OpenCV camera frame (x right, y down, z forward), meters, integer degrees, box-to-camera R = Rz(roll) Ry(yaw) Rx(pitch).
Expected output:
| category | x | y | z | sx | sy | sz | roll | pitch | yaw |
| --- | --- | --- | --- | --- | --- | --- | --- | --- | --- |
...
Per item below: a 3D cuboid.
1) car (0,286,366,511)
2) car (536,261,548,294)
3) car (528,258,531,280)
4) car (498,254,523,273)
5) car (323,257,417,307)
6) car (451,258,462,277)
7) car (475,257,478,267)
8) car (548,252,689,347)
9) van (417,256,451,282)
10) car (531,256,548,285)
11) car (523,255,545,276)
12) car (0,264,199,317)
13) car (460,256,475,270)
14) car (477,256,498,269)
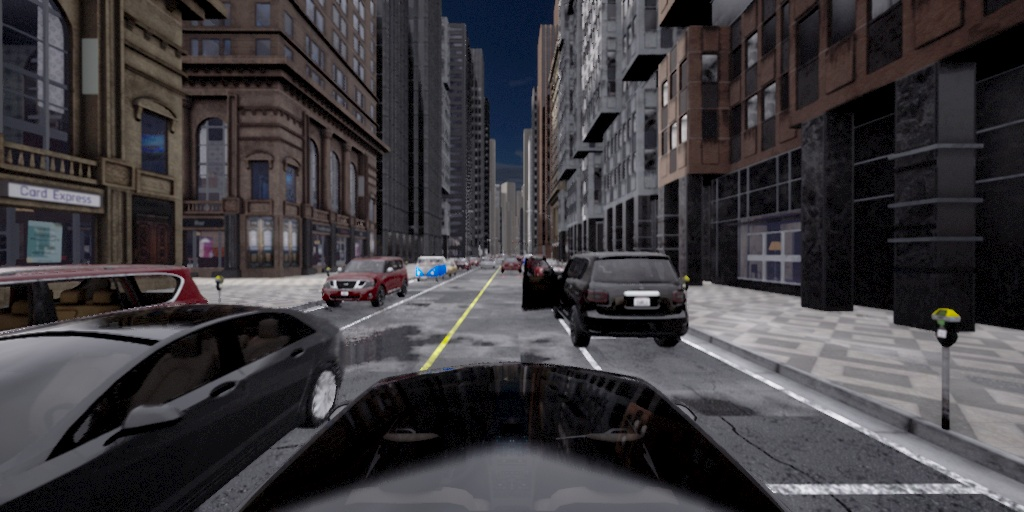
| category | x | y | z | sx | sy | sz | roll | pitch | yaw |
| --- | --- | --- | --- | --- | --- | --- | --- | --- | --- |
| car | -3.100 | 1.245 | 2.823 | 1.837 | 1.490 | 4.892 | 0 | 0 | 0 |
| car | 2.691 | 1.158 | 20.578 | 2.007 | 1.370 | 4.403 | 0 | 0 | 0 |
| car | 2.646 | 1.108 | 31.782 | 1.802 | 1.307 | 4.207 | 0 | 0 | 0 |
| car | -0.070 | 0.833 | 38.425 | 2.097 | 1.767 | 4.553 | 0 | 1 | 0 |
| car | -5.811 | 0.963 | 14.930 | 2.192 | 1.841 | 5.009 | 0 | 0 | 0 |
| car | -5.878 | 1.050 | 31.564 | 1.751 | 1.417 | 4.829 | 0 | 0 | 0 |
| car | -5.969 | 0.806 | 54.140 | 1.967 | 1.591 | 4.097 | 0 | 0 | 0 |
| car | 2.369 | 0.913 | 9.247 | 2.150 | 2.045 | 5.566 | 0 | 0 | 0 |
| van | -5.856 | 0.906 | 26.132 | 1.690 | 1.789 | 3.998 | 0 | 0 | 0 |
| car | 2.669 | 1.007 | 26.181 | 1.967 | 1.591 | 4.097 | 0 | 0 | 0 |
| car | 2.624 | 0.801 | 37.384 | 2.192 | 1.841 | 5.009 | 0 | 0 | 0 |
| car | -5.766 | 1.048 | 3.727 | 2.192 | 1.841 | 5.009 | 0 | 0 | 0 |
| car | -5.924 | 0.885 | 42.937 | 1.967 | 1.591 | 4.097 | 0 | 0 | 0 |
| car | -3.182 | 1.031 | 48.141 | 1.895 | 1.301 | 4.718 | 0 | 0 | 0 |
